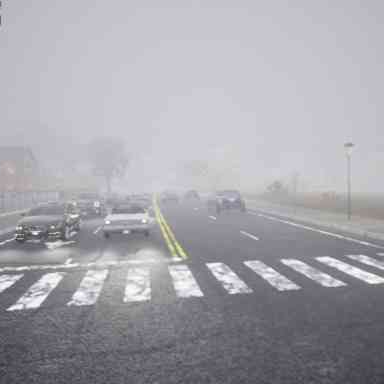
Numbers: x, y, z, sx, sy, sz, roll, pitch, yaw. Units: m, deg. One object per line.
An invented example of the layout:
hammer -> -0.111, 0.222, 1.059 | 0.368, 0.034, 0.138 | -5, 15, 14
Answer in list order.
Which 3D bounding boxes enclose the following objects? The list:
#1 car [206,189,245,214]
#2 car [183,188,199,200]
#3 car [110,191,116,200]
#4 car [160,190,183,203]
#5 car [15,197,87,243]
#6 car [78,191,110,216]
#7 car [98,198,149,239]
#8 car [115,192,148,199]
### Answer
car -> 2.421, 0.565, 24.976 | 2.097, 1.767, 4.553 | -1, 2, -8
car -> -0.222, 0.203, 45.486 | 1.837, 1.490, 4.892 | -2, 2, -7
car -> -8.852, 0.666, 34.664 | 1.882, 1.535, 5.008 | -1, 2, -7
car -> -2.650, 0.493, 38.467 | 2.033, 1.411, 5.357 | -1, 2, -7
car -> -6.108, 1.202, 14.582 | 1.837, 1.490, 4.892 | -1, 2, -9
car -> -7.516, 0.801, 24.331 | 2.097, 1.767, 4.553 | -1, 2, -8
car -> -2.936, 1.208, 15.332 | 1.895, 1.301, 4.718 | -1, 2, -8
car -> -4.232, 0.941, 24.328 | 1.994, 1.385, 4.181 | -1, 2, -8
